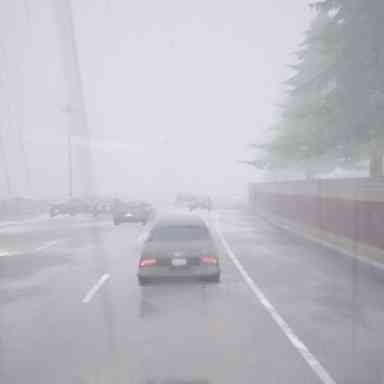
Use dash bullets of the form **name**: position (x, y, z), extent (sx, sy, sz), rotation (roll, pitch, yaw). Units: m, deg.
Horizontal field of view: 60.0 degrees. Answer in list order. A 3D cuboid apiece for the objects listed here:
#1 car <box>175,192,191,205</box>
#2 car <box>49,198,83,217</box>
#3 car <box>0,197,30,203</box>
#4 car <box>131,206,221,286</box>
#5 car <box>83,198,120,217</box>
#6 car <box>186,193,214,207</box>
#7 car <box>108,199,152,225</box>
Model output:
- **car**: position (-0.727, 0.738, 40.917), extent (1.837, 1.490, 4.892), rotation (-1, 1, 12)
- **car**: position (-9.992, 1.230, 27.461), extent (1.812, 1.442, 4.674), rotation (-1, 1, 6)
- **car**: position (-19.588, 1.282, 36.331), extent (1.812, 1.442, 4.674), rotation (-1, 1, 9)
- **car**: position (-0.314, 1.379, 9.054), extent (2.033, 1.411, 5.357), rotation (-1, 1, -1)
- **car**: position (-6.559, 1.180, 27.072), extent (2.033, 1.411, 5.357), rotation (-1, 1, 6)
- **car**: position (0.930, 0.995, 30.544), extent (1.895, 1.301, 4.718), rotation (-1, 1, 8)
- **car**: position (-3.513, 1.241, 21.074), extent (1.994, 1.385, 4.181), rotation (-1, 1, 3)
